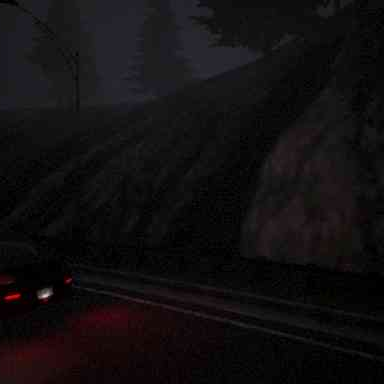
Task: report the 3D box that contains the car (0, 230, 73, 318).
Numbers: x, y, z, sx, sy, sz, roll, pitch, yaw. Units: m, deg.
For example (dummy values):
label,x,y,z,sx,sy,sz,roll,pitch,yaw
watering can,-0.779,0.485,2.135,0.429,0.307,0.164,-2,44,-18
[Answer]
label,x,y,z,sx,sy,sz,roll,pitch,yaw
car,-4.395,1.468,6.558,4.674,1.442,1.812,0,0,30
